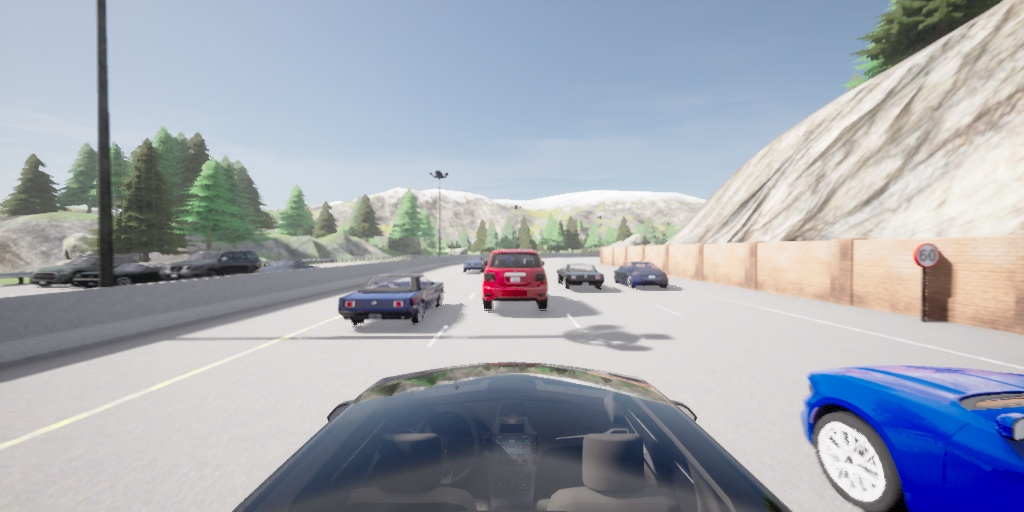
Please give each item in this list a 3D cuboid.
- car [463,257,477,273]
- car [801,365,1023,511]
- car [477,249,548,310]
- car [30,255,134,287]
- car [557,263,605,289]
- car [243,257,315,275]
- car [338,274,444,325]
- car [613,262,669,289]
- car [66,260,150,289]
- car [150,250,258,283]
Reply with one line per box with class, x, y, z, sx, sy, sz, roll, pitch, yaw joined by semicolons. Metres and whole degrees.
car;-3.402;0.760;33.454;2.033;1.411;5.357;0;1;0
car;3.600;1.235;1.235;1.882;1.535;5.008;0;1;0
car;0.100;0.770;13.587;2.150;2.045;5.566;0;1;0
car;-24.599;0.776;21.022;2.097;1.767;4.553;0;1;0
car;3.599;1.045;19.751;1.895;1.301;4.718;0;1;0
car;-14.099;0.963;22.430;1.994;1.385;4.181;0;1;0
car;-3.400;1.191;11.142;1.895;1.301;4.718;0;1;0
car;7.099;1.001;20.183;1.994;1.385;4.181;0;1;0
car;-21.101;1.039;20.182;1.895;1.301;4.718;0;1;0
car;-17.601;0.641;21.437;2.150;2.045;5.566;0;1;0
